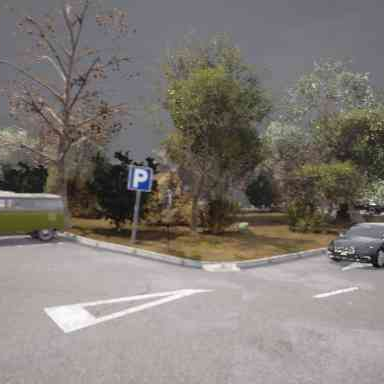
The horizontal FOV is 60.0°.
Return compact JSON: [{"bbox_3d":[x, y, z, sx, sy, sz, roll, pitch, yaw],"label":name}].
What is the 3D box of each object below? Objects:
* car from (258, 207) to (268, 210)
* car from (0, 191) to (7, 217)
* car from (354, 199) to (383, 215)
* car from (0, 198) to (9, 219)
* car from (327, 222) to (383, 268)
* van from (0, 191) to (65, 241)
[{"bbox_3d":[12.665,2.292,52.622,4.718,1.301,1.895,0,-1,36],"label":"car"},{"bbox_3d":[-18.115,0.920,26.453,5.566,2.045,2.435,2,-1,-39],"label":"car"},{"bbox_3d":[23.446,1.990,45.458,2.150,2.045,5.566,2,-1,-40],"label":"car"},{"bbox_3d":[-16.404,1.168,24.404,4.892,1.521,2.231,2,-1,-40],"label":"car"},{"bbox_3d":[7.509,2.056,13.747,4.892,1.490,1.837,1,-2,-38],"label":"car"},{"bbox_3d":[-7.638,1.022,13.531,4.442,1.987,1.878,2,-1,-39],"label":"van"}]
